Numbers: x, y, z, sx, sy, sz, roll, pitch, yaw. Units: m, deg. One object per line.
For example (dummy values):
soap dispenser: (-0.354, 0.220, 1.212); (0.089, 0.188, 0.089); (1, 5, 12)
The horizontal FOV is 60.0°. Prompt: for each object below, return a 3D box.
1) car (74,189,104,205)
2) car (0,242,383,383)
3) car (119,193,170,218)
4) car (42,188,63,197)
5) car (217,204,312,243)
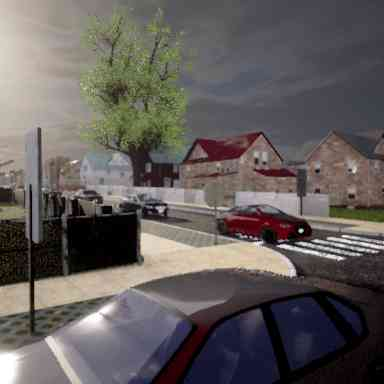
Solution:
car: (-10.145, 0.496, 32.515); (1.837, 1.490, 4.892); (-1, 3, -35)
car: (0.128, 1.540, 3.036); (5.357, 1.411, 2.033); (0, 0, -35)
car: (-3.333, 0.845, 22.758); (2.128, 1.511, 4.902); (-1, 2, -35)
car: (-19.126, 0.120, 45.512); (1.895, 1.301, 4.718); (-1, 2, -35)
car: (2.942, 1.238, 14.255); (1.994, 1.385, 4.181); (-1, 2, -38)
